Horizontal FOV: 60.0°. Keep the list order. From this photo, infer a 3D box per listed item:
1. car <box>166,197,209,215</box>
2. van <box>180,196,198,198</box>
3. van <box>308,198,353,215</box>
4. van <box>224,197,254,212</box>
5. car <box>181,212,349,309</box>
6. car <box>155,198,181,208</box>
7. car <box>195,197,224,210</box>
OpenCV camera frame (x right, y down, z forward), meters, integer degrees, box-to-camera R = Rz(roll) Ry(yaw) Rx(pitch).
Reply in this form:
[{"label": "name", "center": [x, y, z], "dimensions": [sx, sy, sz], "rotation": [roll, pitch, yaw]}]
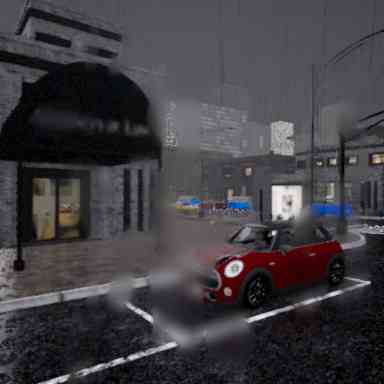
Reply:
[{"label": "car", "center": [-0.728, 1.554, 34.039], "dimensions": [1.752, 1.417, 4.829], "rotation": [0, 0, -36]}, {"label": "van", "center": [-0.510, 1.467, 48.023], "dimensions": [1.690, 1.788, 3.998], "rotation": [0, 0, -36]}, {"label": "van", "center": [12.448, 1.406, 30.136], "dimensions": [1.690, 1.788, 3.998], "rotation": [0, 0, -36]}, {"label": "van", "center": [5.969, 1.435, 39.079], "dimensions": [1.690, 1.788, 3.998], "rotation": [0, 0, -36]}, {"label": "car", "center": [1.728, 1.438, 7.784], "dimensions": [4.097, 1.590, 1.967], "rotation": [0, 0, -35]}, {"label": "car", "center": [-3.849, 1.670, 52.631], "dimensions": [1.752, 1.417, 4.829], "rotation": [0, 0, -36]}, {"label": "car", "center": [2.730, 1.654, 43.549], "dimensions": [1.887, 1.381, 4.507], "rotation": [0, 0, -36]}]
